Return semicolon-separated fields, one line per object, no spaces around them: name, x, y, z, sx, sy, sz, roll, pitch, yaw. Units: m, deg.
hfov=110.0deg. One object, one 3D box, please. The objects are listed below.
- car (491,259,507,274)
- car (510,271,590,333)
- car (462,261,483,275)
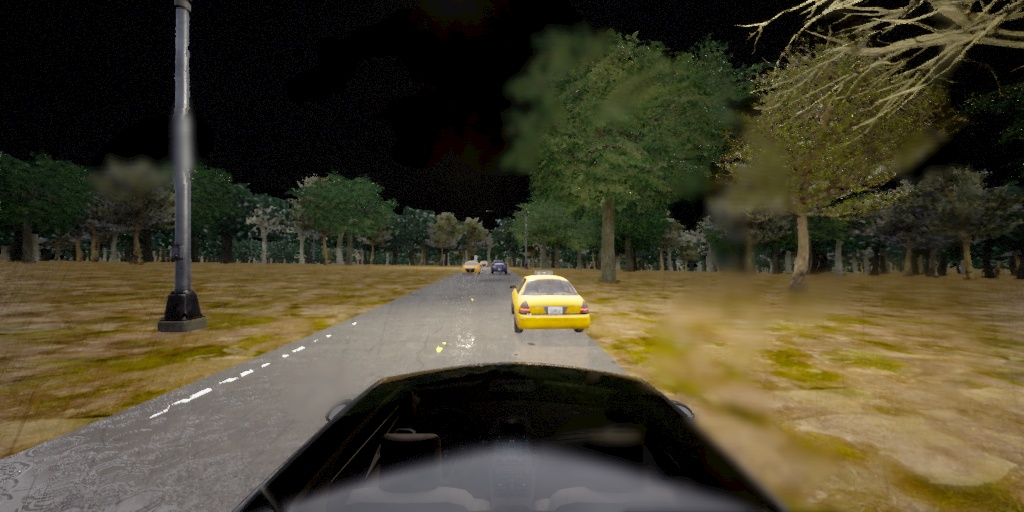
car;-1.579;1.403;44.189;1.812;1.442;4.674;0;0;-3
car;0.915;1.209;10.698;1.801;1.575;5.366;0;0;-2
car;-4.622;1.333;41.079;1.882;1.535;5.008;0;0;-3
